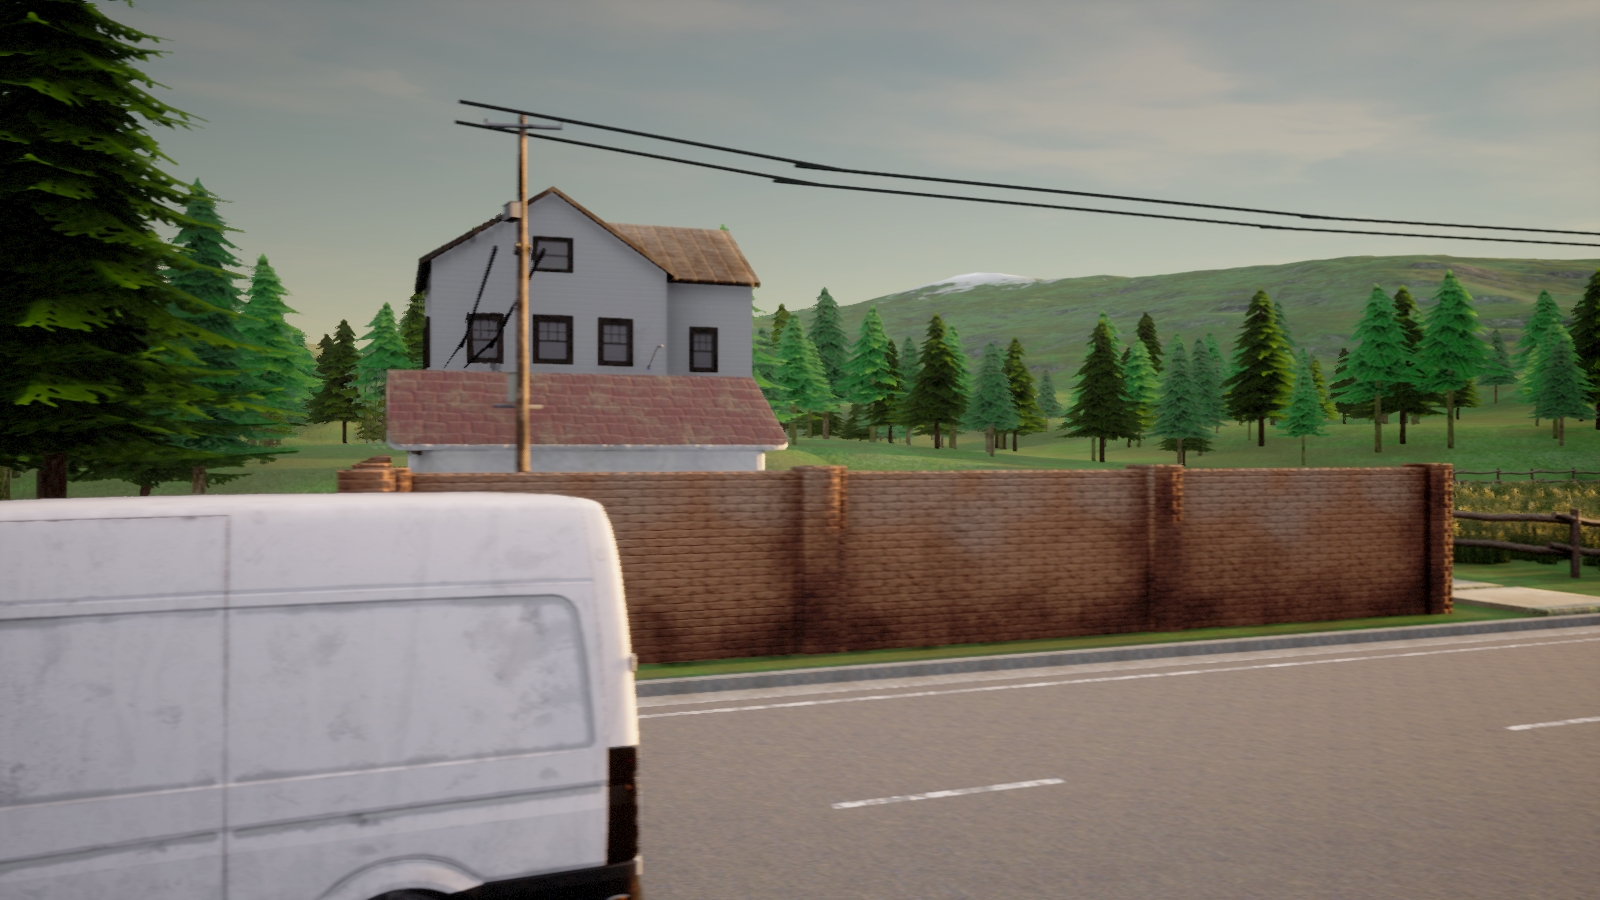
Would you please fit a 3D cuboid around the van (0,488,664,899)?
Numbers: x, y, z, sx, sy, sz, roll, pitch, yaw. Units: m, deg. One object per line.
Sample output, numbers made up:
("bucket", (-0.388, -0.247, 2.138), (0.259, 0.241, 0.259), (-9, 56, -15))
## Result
("van", (-3.799, 1.534, 5.646), (5.915, 2.561, 1.988), (0, 0, -20))
